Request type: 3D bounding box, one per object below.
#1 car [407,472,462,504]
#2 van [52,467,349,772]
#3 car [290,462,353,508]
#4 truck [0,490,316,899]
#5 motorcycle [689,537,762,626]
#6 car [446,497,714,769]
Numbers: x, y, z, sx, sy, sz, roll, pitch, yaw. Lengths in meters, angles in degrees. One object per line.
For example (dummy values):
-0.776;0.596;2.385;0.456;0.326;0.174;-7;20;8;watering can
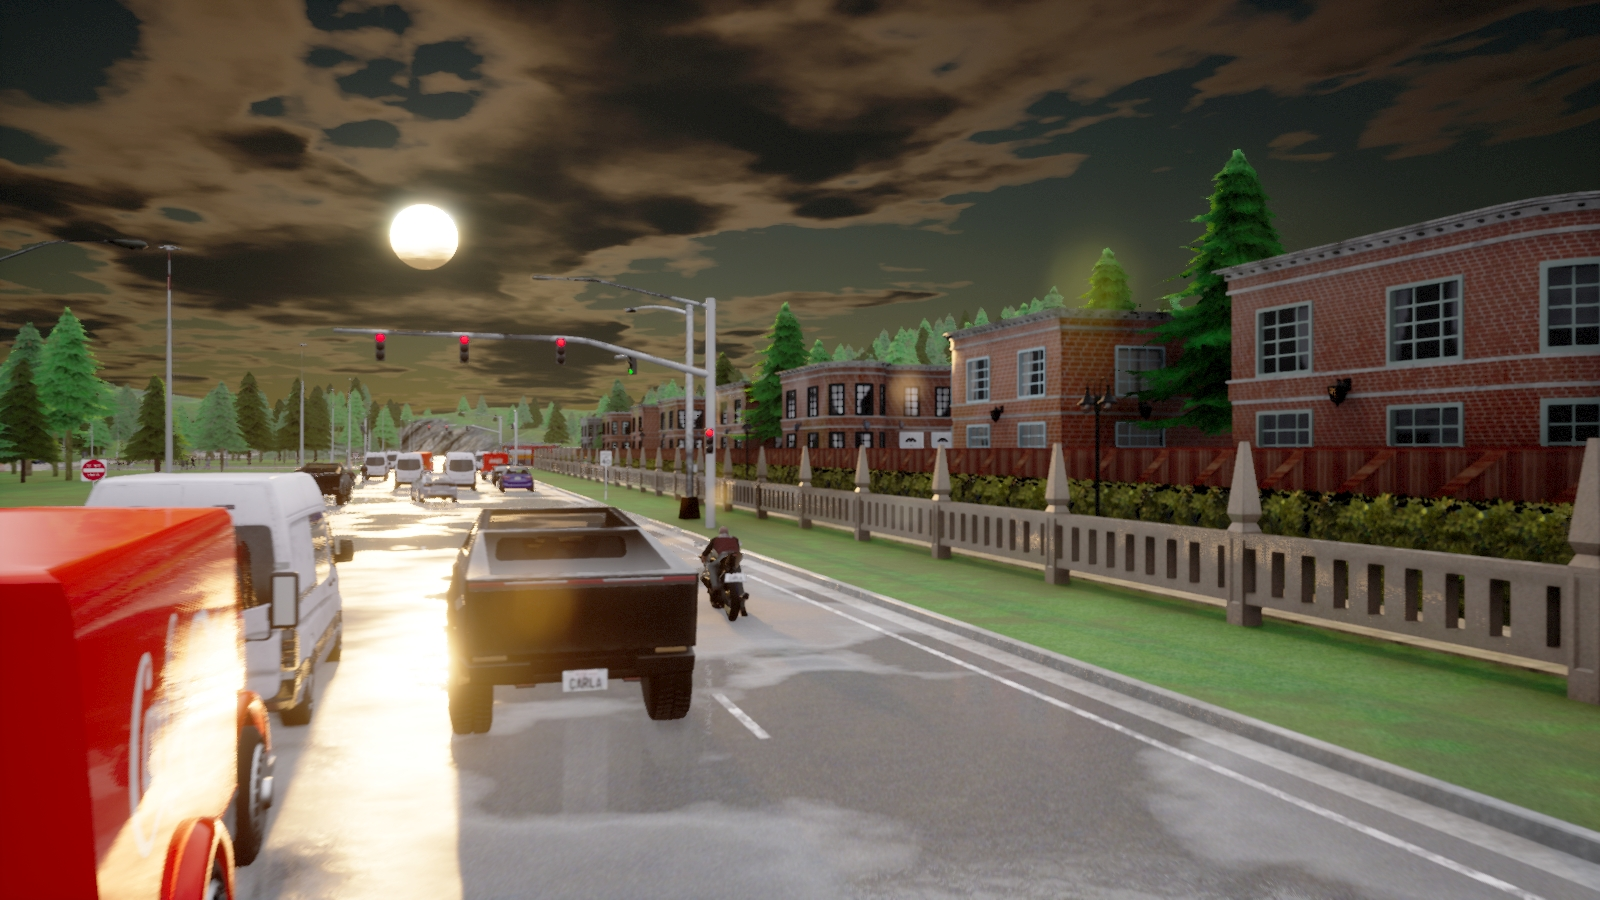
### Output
-19.656;1.998;61.285;2.097;1.535;5.006;0;0;-26;car
-6.461;1.526;13.083;1.988;2.561;5.915;0;0;-17;van
-24.200;1.719;58.000;2.390;2.098;6.274;0;0;-17;car
-4.251;1.571;6.056;2.627;2.467;5.204;0;1;-18;truck
-1.296;2.193;19.475;0.867;1.251;2.209;0;0;-14;motorcycle
-2.886;1.746;13.392;2.390;2.098;6.274;0;0;-17;car
